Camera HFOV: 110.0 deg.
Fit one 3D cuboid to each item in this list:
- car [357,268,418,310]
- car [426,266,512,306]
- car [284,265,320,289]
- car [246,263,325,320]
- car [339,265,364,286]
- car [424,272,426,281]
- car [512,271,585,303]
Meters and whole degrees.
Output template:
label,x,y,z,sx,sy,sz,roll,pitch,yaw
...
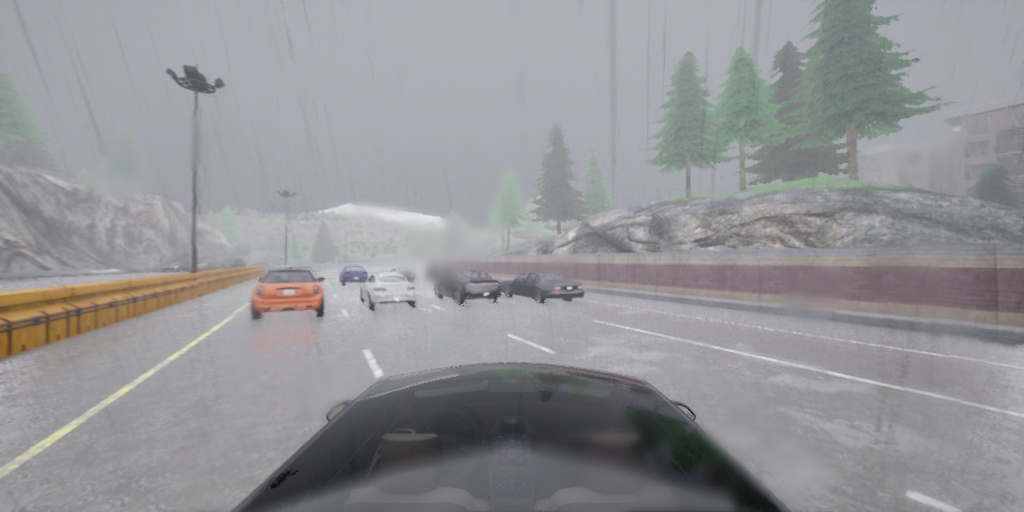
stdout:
label,x,y,z,sx,sy,sz,roll,pitch,yaw
car,-5.483,1.421,15.728,1.812,1.442,4.674,0,0,-28
car,-2.229,1.407,17.068,2.128,1.511,4.902,0,-1,-29
car,-15.596,1.498,26.823,2.128,1.511,4.902,0,-1,-28
car,-8.319,1.221,13.619,2.097,1.767,4.553,0,-1,-29
car,-12.879,1.511,29.169,1.882,1.535,5.008,0,0,-28
car,-6.404,1.577,31.899,1.837,1.490,4.892,0,0,-28
car,1.308,1.474,17.884,2.033,1.411,5.357,0,-1,-29
